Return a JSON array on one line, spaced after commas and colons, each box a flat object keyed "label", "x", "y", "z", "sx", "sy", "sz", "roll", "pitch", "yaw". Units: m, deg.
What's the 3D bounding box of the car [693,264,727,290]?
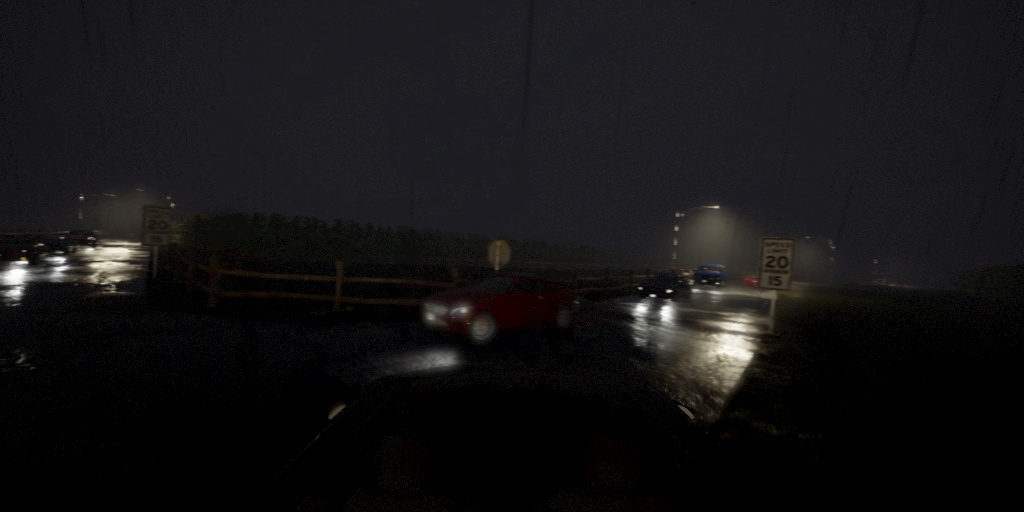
[{"label": "car", "x": 17.166, "y": 1.743, "z": 31.061, "sx": 2.150, "sy": 2.045, "sz": 5.566, "roll": 5, "pitch": 1, "yaw": 37}]

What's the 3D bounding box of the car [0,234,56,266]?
[{"label": "car", "x": -24.069, "y": -0.321, "z": 17.195, "sx": 1.994, "sy": 1.385, "sz": 4.181, "roll": 3, "pitch": 1, "yaw": -45}]

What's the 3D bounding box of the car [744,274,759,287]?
[{"label": "car", "x": 25.359, "y": 2.572, "z": 37.025, "sx": 1.994, "sy": 1.385, "sz": 4.181, "roll": 5, "pitch": 1, "yaw": 40}]

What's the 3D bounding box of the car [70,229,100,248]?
[{"label": "car", "x": -40.624, "y": -1.712, "z": 33.831, "sx": 2.097, "sy": 1.767, "sz": 4.553, "roll": 3, "pitch": 1, "yaw": -45}]

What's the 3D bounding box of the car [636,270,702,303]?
[{"label": "car", "x": 8.552, "y": 1.639, "z": 19.659, "sx": 2.033, "sy": 1.411, "sz": 5.357, "roll": 5, "pitch": 1, "yaw": 38}]

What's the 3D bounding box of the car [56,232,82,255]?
[{"label": "car", "x": -31.191, "y": -0.789, "z": 24.326, "sx": 1.895, "sy": 1.301, "sz": 4.718, "roll": 3, "pitch": 1, "yaw": -45}]

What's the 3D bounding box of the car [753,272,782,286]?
[{"label": "car", "x": 31.918, "y": 2.841, "z": 44.714, "sx": 2.128, "sy": 1.511, "sz": 4.902, "roll": 5, "pitch": 1, "yaw": 45}]

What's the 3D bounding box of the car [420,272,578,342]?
[{"label": "car", "x": -0.089, "y": 1.166, "z": 9.461, "sx": 4.674, "sy": 1.442, "sz": 1.812, "roll": 3, "pitch": 1, "yaw": -44}]
